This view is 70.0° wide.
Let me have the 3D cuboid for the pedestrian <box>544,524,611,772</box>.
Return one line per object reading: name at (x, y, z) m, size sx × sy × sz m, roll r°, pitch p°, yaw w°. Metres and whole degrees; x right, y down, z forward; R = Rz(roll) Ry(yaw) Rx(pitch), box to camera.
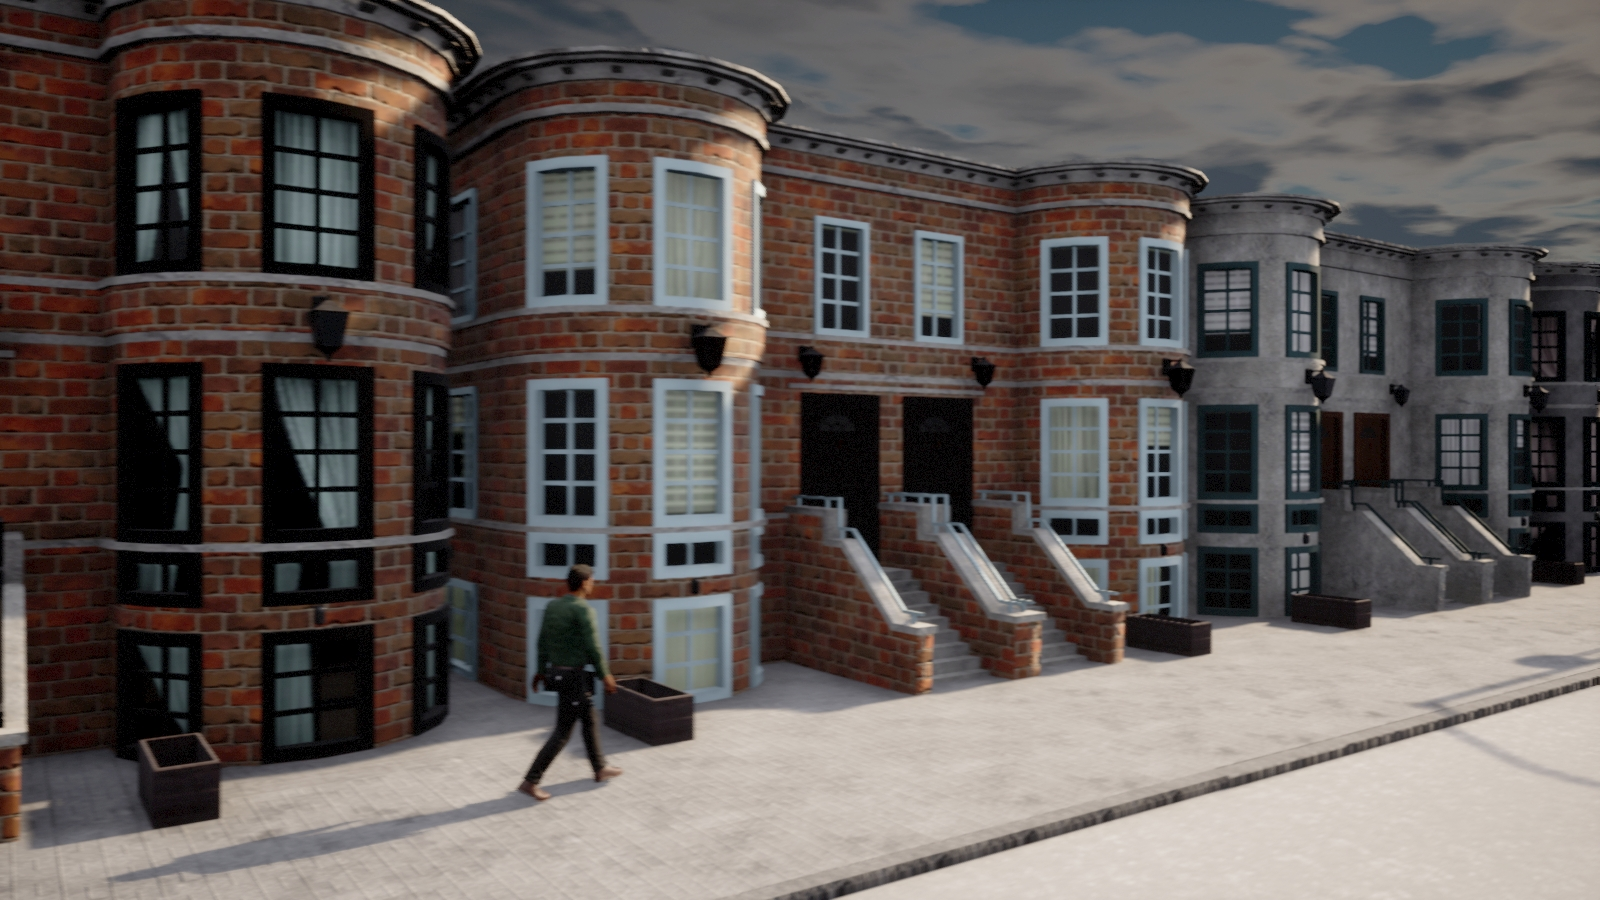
pedestrian at (-1.752, 1.527, 8.986) m, size 0.375 × 1.860 × 0.375 m, roll 0°, pitch 0°, yaw -42°
